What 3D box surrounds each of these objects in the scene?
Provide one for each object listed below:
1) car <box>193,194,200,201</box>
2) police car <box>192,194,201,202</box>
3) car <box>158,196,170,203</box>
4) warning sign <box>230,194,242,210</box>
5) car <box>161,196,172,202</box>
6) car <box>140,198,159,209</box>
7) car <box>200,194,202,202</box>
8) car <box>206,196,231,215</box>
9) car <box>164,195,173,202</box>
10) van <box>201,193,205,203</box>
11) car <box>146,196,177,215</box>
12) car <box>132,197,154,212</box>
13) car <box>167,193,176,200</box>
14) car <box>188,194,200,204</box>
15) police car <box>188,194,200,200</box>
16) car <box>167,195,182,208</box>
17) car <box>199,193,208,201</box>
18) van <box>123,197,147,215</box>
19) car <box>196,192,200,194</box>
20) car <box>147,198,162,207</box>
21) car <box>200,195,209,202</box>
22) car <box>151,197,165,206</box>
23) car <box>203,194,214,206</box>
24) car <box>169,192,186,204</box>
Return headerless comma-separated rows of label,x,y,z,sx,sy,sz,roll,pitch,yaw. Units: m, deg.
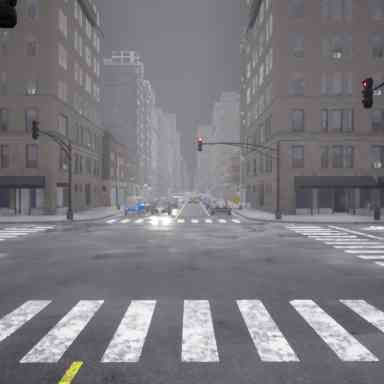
car,1.110,1.447,89.616,1.801,1.575,5.366,0,0,0
police car,1.083,1.421,79.521,1.930,1.638,5.238,0,0,-1
car,-5.615,1.566,67.463,1.947,1.339,4.313,0,0,0
warning sign,5.209,1.118,39.410,1.300,1.860,1.060,0,0,0
car,-5.595,1.543,73.131,1.887,1.381,4.507,0,0,0
car,-5.698,1.568,44.790,1.947,1.339,4.313,0,0,0
car,2.890,1.527,61.940,1.752,1.417,4.829,0,0,0
car,2.786,1.442,33.425,1.967,1.590,4.097,0,0,0
car,-5.575,1.521,78.630,1.752,1.417,4.829,0,0,0
van,2.868,1.343,56.101,1.690,1.788,3.998,0,0,0
car,-2.984,1.493,33.593,2.128,1.511,4.902,0,0,0
car,-5.719,1.442,39.122,1.967,1.590,4.097,0,0,0
car,-5.533,1.306,90.136,2.192,1.841,5.009,0,0,0
car,0.227,1.602,63.024,1.895,1.301,4.718,0,0,0
police car,0.618,1.414,95.445,1.930,1.638,5.238,0,0,-16
car,-2.930,1.494,46.058,2.128,1.511,4.902,0,0,0
car,2.972,1.308,84.448,2.192,1.841,5.009,0,0,0
van,-5.740,1.343,33.454,1.690,1.788,3.998,0,0,0
car,0.263,1.291,72.998,1.882,1.535,5.008,0,0,0
car,-5.678,1.584,50.459,1.802,1.307,4.206,0,0,0
car,2.952,1.436,78.779,1.967,1.590,4.097,0,0,0
car,-5.657,1.568,56.127,1.947,1.339,4.313,0,0,0
car,2.827,1.443,44.763,1.967,1.590,4.097,0,0,0
car,-2.797,1.224,64.612,2.150,2.045,5.566,0,0,1
